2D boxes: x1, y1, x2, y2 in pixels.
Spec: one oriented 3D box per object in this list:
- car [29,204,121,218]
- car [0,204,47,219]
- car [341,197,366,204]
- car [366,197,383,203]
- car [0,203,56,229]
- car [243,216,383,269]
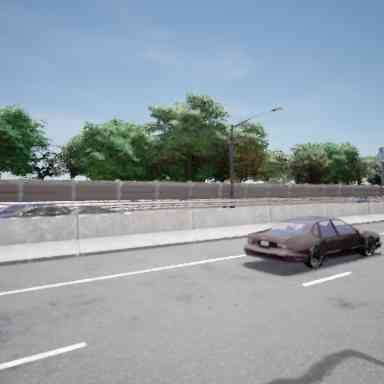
[{"bbox_3d":[-5.566,1.504,17.225,4.674,1.442,1.812,0,0,-36],"label":"car"},{"bbox_3d":[-8.918,1.489,19.129,4.892,1.490,1.837,0,0,-36],"label":"car"},{"bbox_3d":[22.802,1.432,46.053,5.357,1.411,2.033,0,0,-35],"label":"car"},{"bbox_3d":[25.437,1.377,43.633,4.902,1.511,2.128,0,0,-35],"label":"car"},{"bbox_3d":[-11.510,1.512,21.579,4.674,1.442,1.812,0,0,-36],"label":"car"},{"bbox_3d":[4.138,1.512,10.998,5.357,1.411,2.033,0,0,-35],"label":"car"}]
